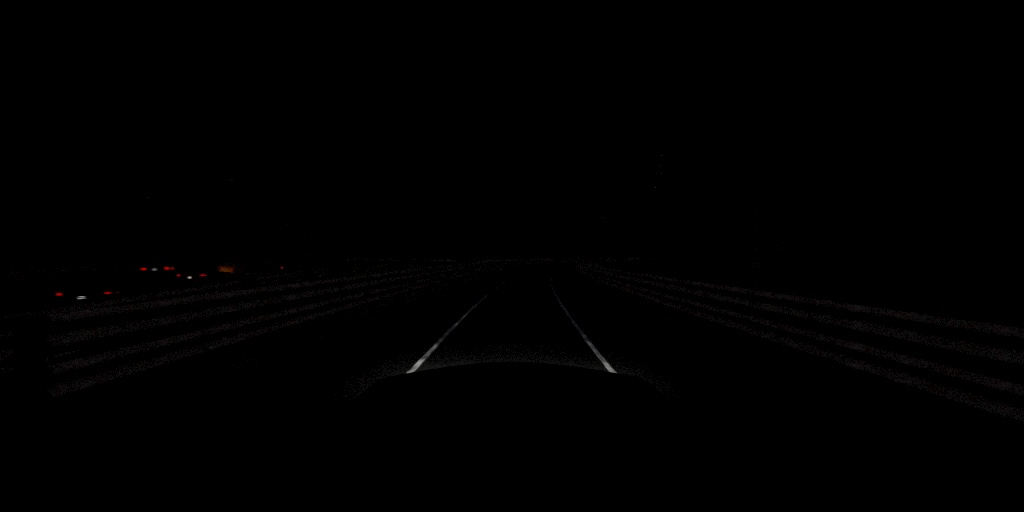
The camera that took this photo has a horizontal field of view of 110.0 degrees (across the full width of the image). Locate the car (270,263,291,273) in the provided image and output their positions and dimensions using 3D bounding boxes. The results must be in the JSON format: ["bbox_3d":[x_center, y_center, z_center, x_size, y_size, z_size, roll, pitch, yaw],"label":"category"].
[{"bbox_3d":[-33.674,1.727,52.223,2.033,1.411,5.357,0,-1,-22],"label":"car"}]

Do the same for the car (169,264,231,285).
[{"bbox_3d":[-24.424,1.560,28.287,1.994,1.385,4.181,0,-1,-20],"label":"car"}]

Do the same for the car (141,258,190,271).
[{"bbox_3d":[-29.015,1.217,30.634,2.150,2.045,5.566,0,-2,-21],"label":"car"}]

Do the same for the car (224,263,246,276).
[{"bbox_3d":[-34.169,1.585,43.747,1.882,1.535,5.008,0,-1,-22],"label":"car"}]

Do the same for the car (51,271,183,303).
[{"bbox_3d":[-15.897,1.489,14.596,1.994,1.385,4.181,0,0,-19],"label":"car"}]
